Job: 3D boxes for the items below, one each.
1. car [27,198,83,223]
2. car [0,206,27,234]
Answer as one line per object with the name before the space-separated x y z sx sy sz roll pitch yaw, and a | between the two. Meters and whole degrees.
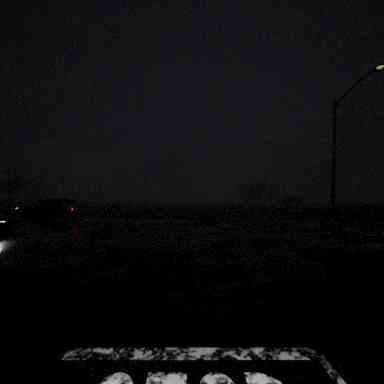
car | -10.250 1.213 23.659 4.553 1.767 2.097 1 1 0
car | -11.362 1.410 16.672 5.008 1.535 1.882 1 1 0
